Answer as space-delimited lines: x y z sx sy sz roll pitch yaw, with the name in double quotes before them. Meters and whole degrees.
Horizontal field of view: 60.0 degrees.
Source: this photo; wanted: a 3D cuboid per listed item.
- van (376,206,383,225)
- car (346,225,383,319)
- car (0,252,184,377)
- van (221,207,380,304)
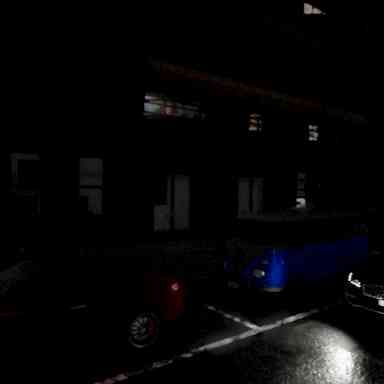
"van" 7.142 1.343 11.137 3.998 1.788 1.690 0 0 -35
"car" 4.999 1.507 6.604 4.892 1.490 1.837 0 0 -35
"car" -2.066 1.577 4.621 4.206 1.307 1.802 0 0 -35
"van" 2.538 1.339 7.879 3.998 1.788 1.690 0 0 -35
